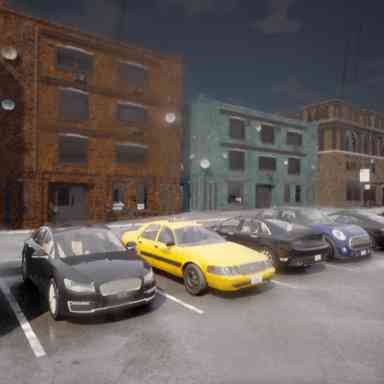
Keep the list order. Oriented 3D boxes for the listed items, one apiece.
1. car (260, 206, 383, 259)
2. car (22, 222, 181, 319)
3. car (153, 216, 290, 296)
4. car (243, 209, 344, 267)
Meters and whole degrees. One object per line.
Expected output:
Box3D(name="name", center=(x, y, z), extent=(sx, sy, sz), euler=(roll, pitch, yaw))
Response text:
Box3D(name="car", center=(4.194, 1.355, 12.476), extent=(2.185, 1.767, 4.553), euler=(0, 0, -35))
Box3D(name="car", center=(-2.590, 1.481, 7.606), extent=(2.231, 1.521, 4.892), euler=(0, 0, -36))
Box3D(name="car", center=(-0.213, 1.477, 9.066), extent=(1.946, 1.575, 5.366), euler=(0, 0, -35))
Box3D(name="car", center=(1.949, 1.481, 10.828), extent=(2.231, 1.521, 4.892), euler=(0, 0, -36))
